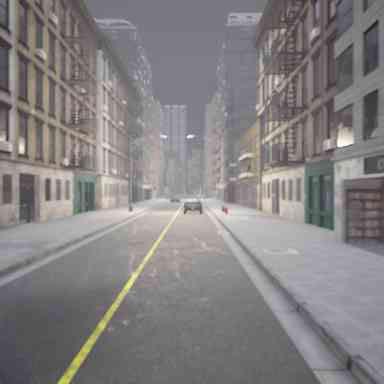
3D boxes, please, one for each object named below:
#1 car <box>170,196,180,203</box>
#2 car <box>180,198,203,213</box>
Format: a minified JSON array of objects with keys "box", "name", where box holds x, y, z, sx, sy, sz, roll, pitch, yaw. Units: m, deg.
[{"box":[-2.987,1.373,61.043,2.033,1.411,5.357,0,0,0],"name":"car"},{"box":[0.108,1.360,34.393,2.128,1.511,4.902,0,0,0],"name":"car"}]
